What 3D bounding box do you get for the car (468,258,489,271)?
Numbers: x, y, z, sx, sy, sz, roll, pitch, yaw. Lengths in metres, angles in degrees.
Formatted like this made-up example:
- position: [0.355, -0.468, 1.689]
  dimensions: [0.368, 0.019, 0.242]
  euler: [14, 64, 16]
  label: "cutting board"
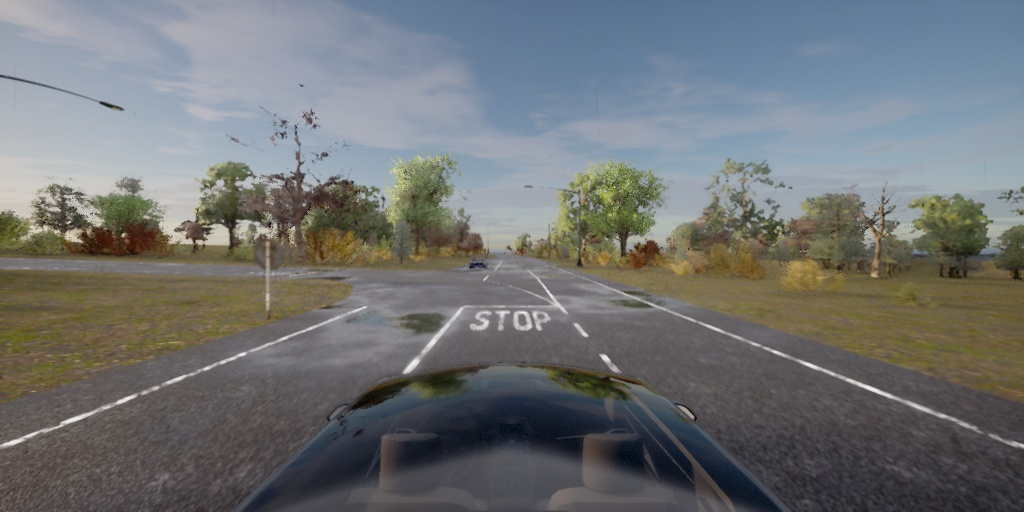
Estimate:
- position: [-3.526, 0.823, 38.267]
  dimensions: [1.895, 1.301, 4.718]
  euler: [0, 1, 0]
  label: "car"
